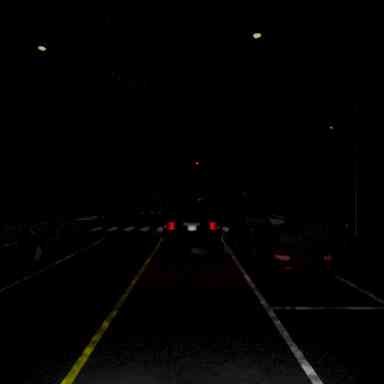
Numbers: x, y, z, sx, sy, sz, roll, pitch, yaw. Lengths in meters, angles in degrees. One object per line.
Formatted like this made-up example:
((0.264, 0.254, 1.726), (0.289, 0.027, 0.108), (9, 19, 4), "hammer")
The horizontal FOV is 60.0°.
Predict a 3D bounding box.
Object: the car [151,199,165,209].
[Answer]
((-5.672, 1.972, 55.615), (1.967, 1.590, 4.097), (0, -1, 0), "car")

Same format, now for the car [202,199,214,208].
((2.881, 2.025, 61.246), (1.967, 1.590, 4.097), (0, -1, 0), "car")

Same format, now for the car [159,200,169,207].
((-5.617, 2.222, 66.950), (1.802, 1.307, 4.206), (0, -1, 0), "car")

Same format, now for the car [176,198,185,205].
((-2.712, 2.211, 76.803), (1.882, 1.535, 5.008), (0, -1, 0), "car")

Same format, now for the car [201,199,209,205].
((2.963, 2.273, 78.422), (1.752, 1.417, 4.829), (0, -1, 0), "car")

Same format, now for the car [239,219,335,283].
((2.671, 1.674, 9.666), (1.802, 1.307, 4.206), (0, -1, 0), "car")

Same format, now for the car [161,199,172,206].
((-5.591, 2.259, 72.618), (1.947, 1.339, 4.313), (0, -1, 0), "car")

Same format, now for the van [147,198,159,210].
((-5.699, 1.818, 49.948), (1.690, 1.788, 3.998), (0, -1, 0), "van")

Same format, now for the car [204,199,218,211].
((2.827, 1.917, 49.909), (1.967, 1.590, 4.097), (0, -1, 0), "car")

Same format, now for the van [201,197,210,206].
((2.935, 2.034, 72.585), (1.690, 1.788, 3.998), (0, -1, 0), "van")

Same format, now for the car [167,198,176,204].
((-5.509, 2.396, 89.621), (1.887, 1.381, 4.507), (0, -1, 0), "car")

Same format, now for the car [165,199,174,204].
((-5.536, 2.365, 83.954), (1.947, 1.339, 4.313), (0, -1, 0), "car")

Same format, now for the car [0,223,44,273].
((-5.855, 1.643, 9.663), (2.008, 1.369, 4.403), (0, -1, 0), "car")

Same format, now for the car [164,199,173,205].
((-5.564, 2.270, 78.116), (1.752, 1.417, 4.829), (0, -1, 0), "car")

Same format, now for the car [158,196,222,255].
((0.006, 1.350, 14.028), (2.150, 2.045, 5.566), (0, 0, 0), "car")

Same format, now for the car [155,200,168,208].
((-5.644, 2.152, 61.282), (1.947, 1.339, 4.313), (0, -1, 0), "car")

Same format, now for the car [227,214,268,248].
((2.673, 1.696, 15.259), (2.008, 1.369, 4.403), (0, -1, 0), "car")
